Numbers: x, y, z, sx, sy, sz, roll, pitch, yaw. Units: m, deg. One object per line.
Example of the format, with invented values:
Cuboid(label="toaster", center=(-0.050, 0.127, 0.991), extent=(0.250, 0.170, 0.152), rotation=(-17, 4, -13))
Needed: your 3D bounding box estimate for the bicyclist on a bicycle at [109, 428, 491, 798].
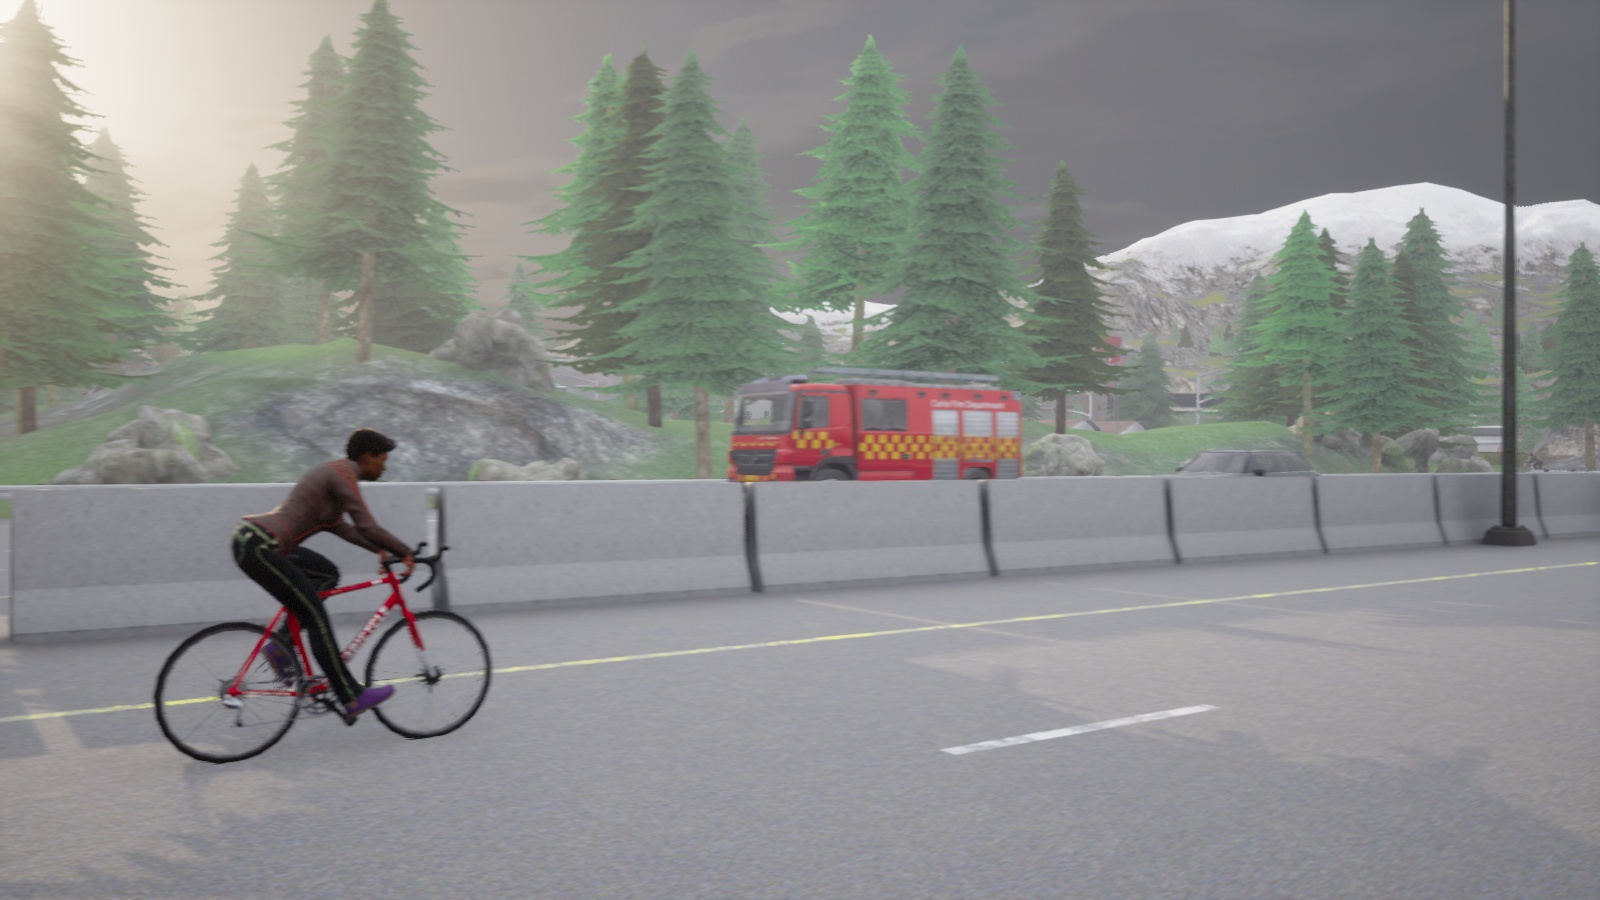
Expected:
Cuboid(label="bicyclist on a bicycle", center=(-2.442, 0.721, 6.222), extent=(1.656, 1.620, 0.582), rotation=(1, -1, -35))

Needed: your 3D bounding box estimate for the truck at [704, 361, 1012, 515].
Cuboid(label="truck", center=(1.757, -0.284, 34.678), extent=(8.468, 3.827, 2.891), rotation=(0, 0, -35))

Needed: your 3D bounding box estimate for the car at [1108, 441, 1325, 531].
Cuboid(label="car", center=(8.961, 0.708, 26.892), extent=(4.553, 1.767, 2.097), rotation=(0, 0, -35))
